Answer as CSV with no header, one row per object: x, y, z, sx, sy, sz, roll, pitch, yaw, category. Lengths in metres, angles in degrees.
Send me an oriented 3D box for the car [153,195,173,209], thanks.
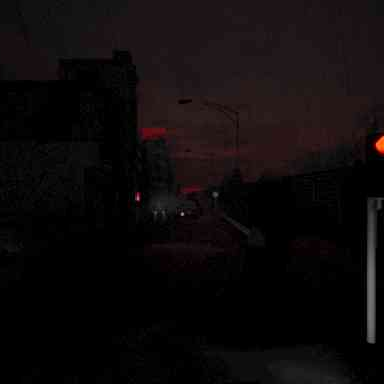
-4.119,1.491,44.361,2.128,1.511,4.902,0,0,0,car

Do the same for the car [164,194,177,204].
-4.088,1.352,63.692,2.097,1.767,4.553,0,0,0,car

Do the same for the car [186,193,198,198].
-0.036,1.221,66.305,2.150,2.045,5.566,0,0,0,car

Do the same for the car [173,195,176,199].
-4.118,1.601,53.645,1.895,1.301,4.718,0,0,0,car

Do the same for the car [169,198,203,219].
-0.267,1.526,28.684,1.812,1.442,4.674,1,0,12,car

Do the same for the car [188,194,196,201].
-0.044,1.310,76.695,1.882,1.535,5.008,0,0,0,car
